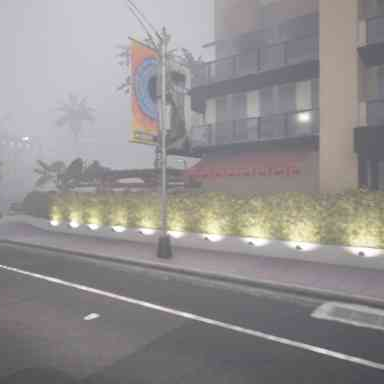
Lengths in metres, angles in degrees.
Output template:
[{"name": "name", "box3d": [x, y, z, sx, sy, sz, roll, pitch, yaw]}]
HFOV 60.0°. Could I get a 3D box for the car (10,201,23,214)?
[{"name": "car", "box3d": [-16.910, 1.551, 35.894, 2.128, 1.511, 4.902, 0, 0, 39]}]
